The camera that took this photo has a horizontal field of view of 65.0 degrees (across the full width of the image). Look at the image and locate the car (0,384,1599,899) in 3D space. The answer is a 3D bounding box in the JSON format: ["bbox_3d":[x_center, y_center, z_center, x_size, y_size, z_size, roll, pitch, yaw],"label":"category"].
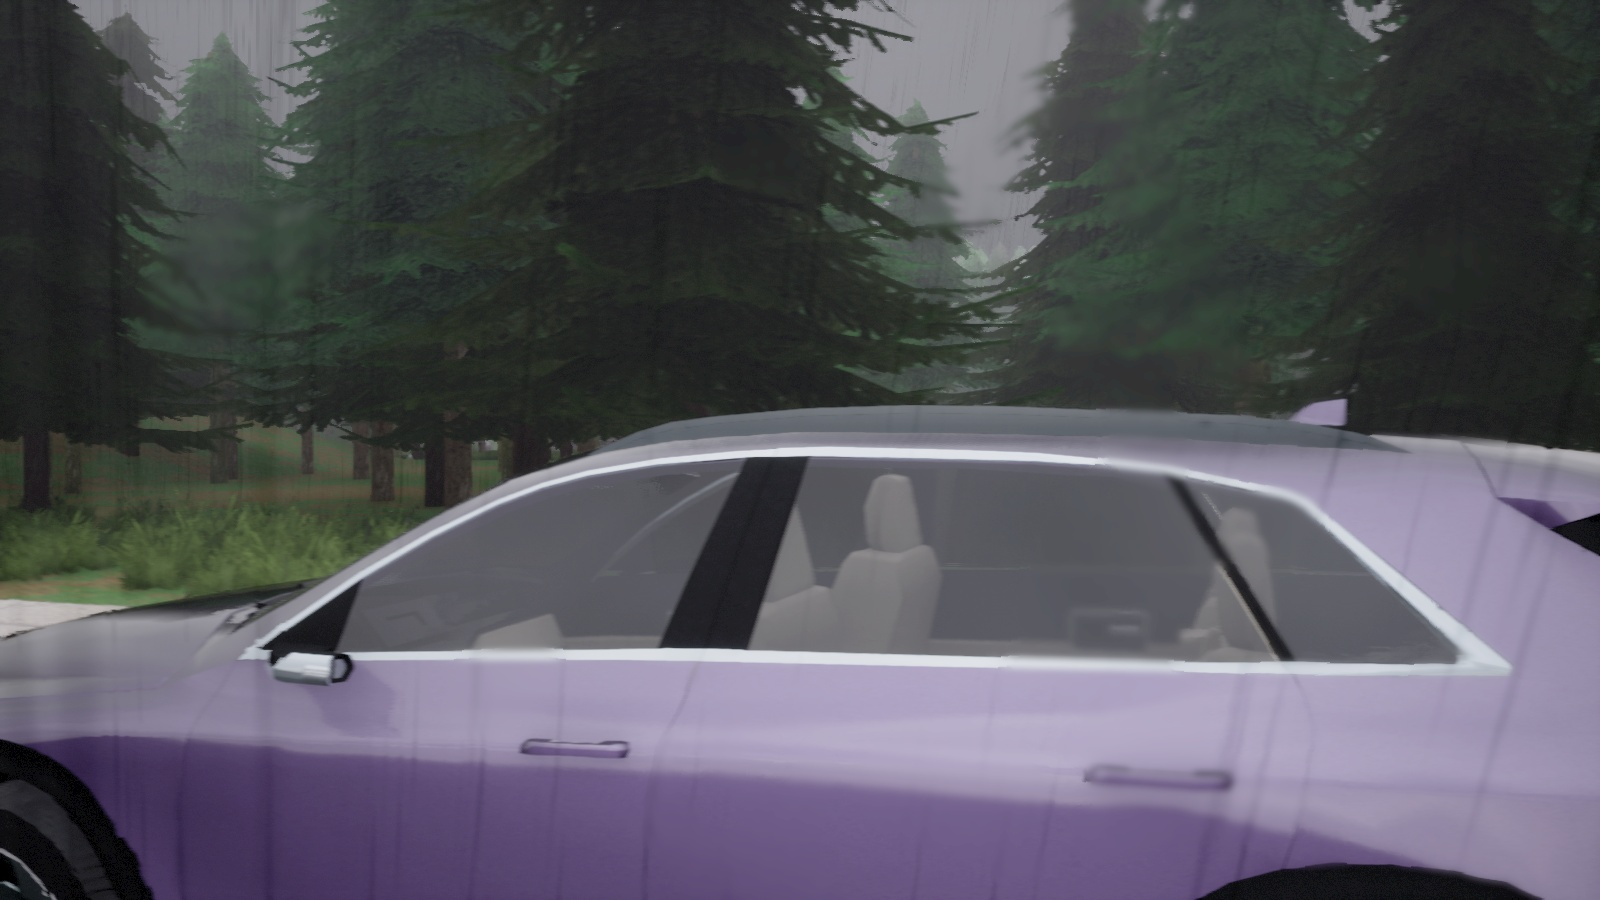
[{"bbox_3d":[-0.260,0.703,3.279,4.856,1.649,2.033,1,1,19],"label":"car"}]
